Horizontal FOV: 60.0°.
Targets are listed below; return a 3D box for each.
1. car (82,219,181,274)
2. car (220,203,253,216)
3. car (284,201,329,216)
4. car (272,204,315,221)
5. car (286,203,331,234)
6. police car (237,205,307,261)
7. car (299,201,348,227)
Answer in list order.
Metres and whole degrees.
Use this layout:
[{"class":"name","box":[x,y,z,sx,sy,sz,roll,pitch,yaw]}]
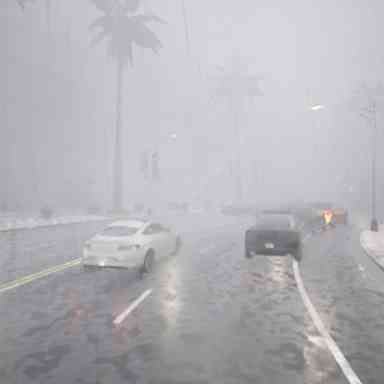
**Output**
[{"class":"car","box":[-1.758,1.603,10.826,1.812,1.442,4.674,0,0,14]},{"class":"car","box":[5.251,1.872,36.211,4.718,1.301,1.895,0,-1,-41]},{"class":"car","box":[12.933,1.783,37.568,4.902,1.511,2.128,0,-1,-30]},{"class":"car","box":[9.198,1.796,30.073,4.181,1.385,1.994,0,-1,-45]},{"class":"car","box":[7.055,1.666,20.691,1.837,1.490,4.892,0,0,32]},{"class":"police car","box":[3.343,1.526,13.042,1.930,1.638,5.238,0,0,20]},{"class":"car","box":[10.038,1.546,24.836,2.097,1.767,4.553,0,-1,40]}]
